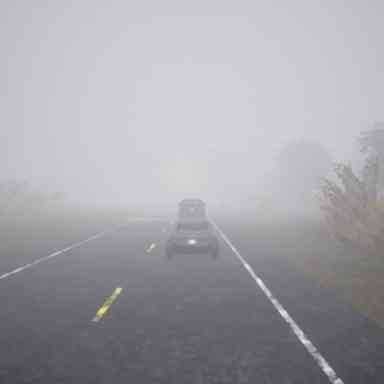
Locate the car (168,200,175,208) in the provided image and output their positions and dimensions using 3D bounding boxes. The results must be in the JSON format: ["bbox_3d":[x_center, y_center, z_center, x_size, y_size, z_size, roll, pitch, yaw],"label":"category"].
[{"bbox_3d":[-3.495,2.264,64.589,2.033,1.411,5.357,0,-1,0],"label":"car"}]

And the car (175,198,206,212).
[{"bbox_3d":[0.017,1.523,27.585,2.150,2.045,5.566,0,0,0],"label":"car"}]

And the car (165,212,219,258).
[{"bbox_3d":[0.023,1.710,13.507,1.994,1.385,4.181,0,-1,0],"label":"car"}]
